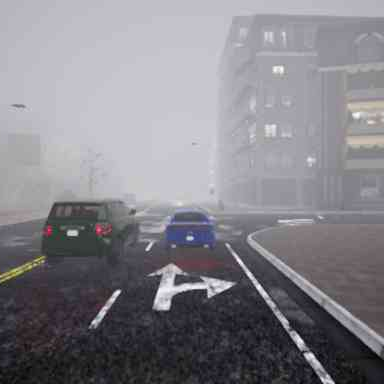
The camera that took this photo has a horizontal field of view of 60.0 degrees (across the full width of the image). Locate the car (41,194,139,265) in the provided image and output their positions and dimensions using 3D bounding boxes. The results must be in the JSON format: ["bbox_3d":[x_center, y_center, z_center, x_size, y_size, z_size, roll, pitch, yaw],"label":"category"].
[{"bbox_3d":[-3.320,1.220,11.858,2.150,2.045,5.566,0,0,-1],"label":"car"}]

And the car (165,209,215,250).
[{"bbox_3d":[-0.091,1.474,14.244,1.882,1.535,5.008,0,0,-1],"label":"car"}]
